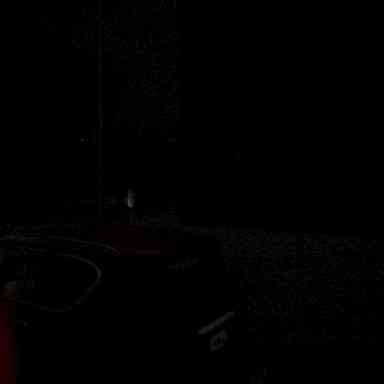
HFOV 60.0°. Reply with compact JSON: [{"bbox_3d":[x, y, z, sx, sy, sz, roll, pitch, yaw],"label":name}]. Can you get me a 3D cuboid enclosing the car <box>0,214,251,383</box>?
[{"bbox_3d":[-1.721,1.348,4.187,5.009,1.841,2.192,-1,0,35],"label":"car"}]
